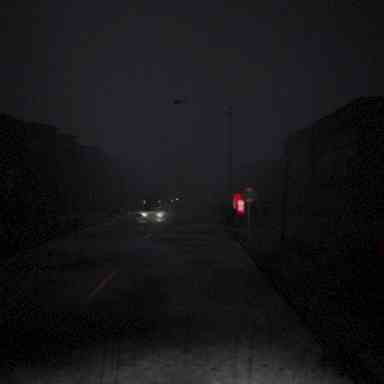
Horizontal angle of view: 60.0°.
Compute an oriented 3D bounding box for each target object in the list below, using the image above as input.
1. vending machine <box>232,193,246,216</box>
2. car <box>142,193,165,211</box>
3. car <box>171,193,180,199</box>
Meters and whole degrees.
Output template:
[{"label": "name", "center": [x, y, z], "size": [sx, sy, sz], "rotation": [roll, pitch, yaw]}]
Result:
[{"label": "vending machine", "center": [4.335, 1.160, 30.648], "size": [1.100, 2.100, 0.880], "rotation": [0, 0, 0]}, {"label": "car", "center": [-4.043, 1.055, 35.390], "size": [2.097, 1.767, 4.553], "rotation": [0, 0, 0]}, {"label": "car", "center": [-3.829, 0.916, 77.817], "size": [2.128, 1.511, 4.902], "rotation": [0, 0, 0]}]
